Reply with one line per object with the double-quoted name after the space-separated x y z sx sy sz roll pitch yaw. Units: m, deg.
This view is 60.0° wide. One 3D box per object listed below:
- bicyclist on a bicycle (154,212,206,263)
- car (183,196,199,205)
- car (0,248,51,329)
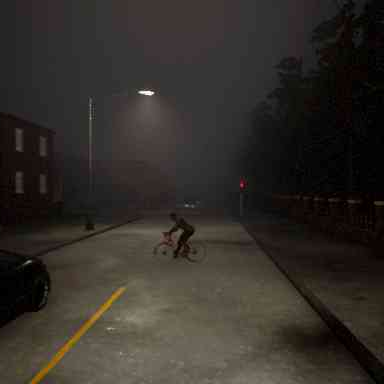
-0.391 1.449 10.439 1.656 1.620 0.582 -2 0 3 "bicyclist on a bicycle"
-0.349 1.563 59.298 1.994 1.385 4.181 0 0 4 "car"
-3.893 1.563 4.978 1.994 1.385 4.181 0 0 4 "car"
